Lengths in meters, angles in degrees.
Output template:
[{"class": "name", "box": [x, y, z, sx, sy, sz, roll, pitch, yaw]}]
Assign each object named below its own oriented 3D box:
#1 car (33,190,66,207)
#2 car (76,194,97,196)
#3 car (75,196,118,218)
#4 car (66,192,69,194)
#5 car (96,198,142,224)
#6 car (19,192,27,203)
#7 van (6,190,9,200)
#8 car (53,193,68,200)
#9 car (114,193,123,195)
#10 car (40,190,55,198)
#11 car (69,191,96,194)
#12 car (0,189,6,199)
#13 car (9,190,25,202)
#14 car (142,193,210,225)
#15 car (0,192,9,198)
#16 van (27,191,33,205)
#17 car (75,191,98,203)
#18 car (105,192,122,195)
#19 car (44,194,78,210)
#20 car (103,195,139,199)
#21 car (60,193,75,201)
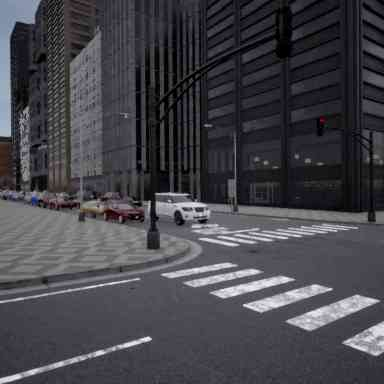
[{"class": "car", "box": [-18.197, 0.994, 42.228, 2.192, 1.841, 5.009, 0, 1, -36]}, {"class": "car", "box": [-12.980, 1.257, 39.748, 1.994, 1.385, 4.181, -1, 1, -35]}, {"class": "car", "box": [-8.191, 1.352, 28.432, 1.752, 1.417, 4.829, 0, 1, -36]}, {"class": "car", "box": [-21.905, 0.828, 57.300, 2.097, 1.767, 4.553, -1, 1, -36]}, {"class": "car", "box": [-4.987, 1.415, 24.017, 1.887, 1.381, 4.507, 0, 1, -36]}, {"class": "car", "box": [-24.803, 1.123, 51.336, 2.008, 1.369, 4.403, 0, 1, -36]}, {"class": "van", "box": [-34.709, 0.745, 64.993, 1.690, 1.788, 3.998, 0, 1, -36]}, {"class": "car", "box": [-27.807, 0.851, 69.997, 1.887, 1.381, 4.507, 0, 1, -36]}, {"class": "car", "box": [-7.993, 1.198, 42.680, 1.947, 1.339, 4.313, 0, 1, -36]}, {"class": "car", "box": [-34.410, 0.506, 79.100, 2.192, 1.841, 5.009, 0, 1, -36]}, {"class": "car", "box": [-15.724, 0.797, 48.847, 2.150, 2.045, 5.566, -1, 1, -38]}, {"class": "car", "box": [-38.012, 0.661, 69.546, 2.192, 1.841, 5.009, 0, 1, -36]}, {"class": "car", "box": [-31.407, 0.901, 60.441, 1.967, 1.590, 4.097, 0, 1, -36]}, {"class": "car", "box": [-1.078, 1.084, 23.303, 2.150, 2.045, 5.566, -1, 1, -36]}, {"class": "car", "box": [-44.617, 0.774, 78.653, 1.887, 1.381, 4.507, 0, 1, -36]}, {"class": "van", "box": [-21.500, 0.968, 46.781, 1.690, 1.788, 3.998, 0, 1, -36]}, {"class": "car", "box": [-17.899, 0.791, 56.337, 2.192, 1.841, 5.009, 0, 1, -36]}, {"class": "car", "box": [-11.294, 0.897, 47.231, 2.192, 1.841, 5.009, 0, 1, -36]}, {"class": "car", "box": [-14.895, 1.274, 37.676, 1.887, 1.381, 4.507, 0, 1, -36]}, {"class": "car", "box": [-7.089, 1.327, 31.601, 2.033, 1.411, 5.357, -1, 1, -35]}, {"class": "car", "box": [-24.504, 0.946, 65.445, 1.802, 1.307, 4.206, 0, 1, -36]}]
